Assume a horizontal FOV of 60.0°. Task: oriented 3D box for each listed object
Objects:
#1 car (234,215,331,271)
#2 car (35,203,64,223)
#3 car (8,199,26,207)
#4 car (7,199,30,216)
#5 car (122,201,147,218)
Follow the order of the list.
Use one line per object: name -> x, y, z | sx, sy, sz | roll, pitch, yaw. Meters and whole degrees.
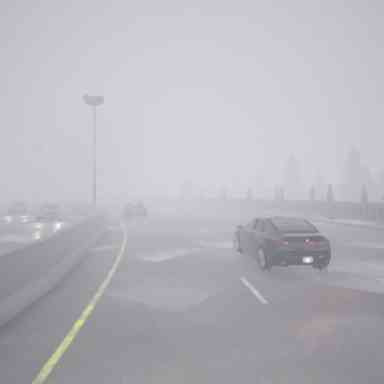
car -> 2.739, 1.521, 11.067 | 1.837, 1.490, 4.892 | 0, 0, -7
car -> -11.943, 1.692, 28.097 | 1.837, 1.490, 4.892 | 0, 0, -19
car -> -33.498, 2.065, 63.625 | 1.812, 1.442, 4.674 | -1, 0, -43
car -> -19.117, 1.798, 36.636 | 1.837, 1.490, 4.892 | 0, -1, -26
car -> -5.500, 1.640, 31.433 | 2.128, 1.511, 4.902 | 0, 0, -19
